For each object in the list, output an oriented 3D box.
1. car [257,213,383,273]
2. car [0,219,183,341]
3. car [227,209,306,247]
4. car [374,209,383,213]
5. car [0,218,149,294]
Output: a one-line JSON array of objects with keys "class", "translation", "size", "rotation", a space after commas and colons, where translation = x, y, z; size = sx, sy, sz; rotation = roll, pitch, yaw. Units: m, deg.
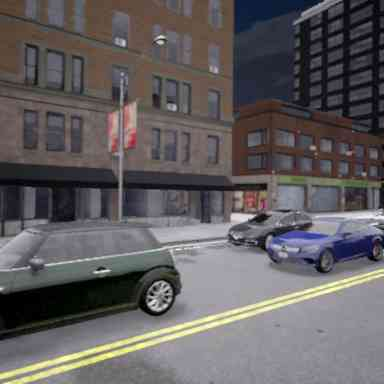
[{"class": "car", "translation": [4.518, 1.557, 10.880], "size": [4.674, 1.442, 1.812], "rotation": [0, 0, -35]}, {"class": "car", "translation": [-2.476, 1.359, 5.904], "size": [4.553, 1.767, 2.097], "rotation": [0, 0, -35]}, {"class": "car", "translation": [3.690, 1.540, 14.265], "size": [4.892, 1.490, 1.837], "rotation": [0, 0, -35]}, {"class": "car", "translation": [11.911, 1.665, 20.043], "size": [4.718, 1.301, 1.895], "rotation": [0, 0, -36]}, {"class": "car", "translation": [-3.512, 1.575, 9.158], "size": [4.181, 1.385, 1.994], "rotation": [0, 0, -36]}]
